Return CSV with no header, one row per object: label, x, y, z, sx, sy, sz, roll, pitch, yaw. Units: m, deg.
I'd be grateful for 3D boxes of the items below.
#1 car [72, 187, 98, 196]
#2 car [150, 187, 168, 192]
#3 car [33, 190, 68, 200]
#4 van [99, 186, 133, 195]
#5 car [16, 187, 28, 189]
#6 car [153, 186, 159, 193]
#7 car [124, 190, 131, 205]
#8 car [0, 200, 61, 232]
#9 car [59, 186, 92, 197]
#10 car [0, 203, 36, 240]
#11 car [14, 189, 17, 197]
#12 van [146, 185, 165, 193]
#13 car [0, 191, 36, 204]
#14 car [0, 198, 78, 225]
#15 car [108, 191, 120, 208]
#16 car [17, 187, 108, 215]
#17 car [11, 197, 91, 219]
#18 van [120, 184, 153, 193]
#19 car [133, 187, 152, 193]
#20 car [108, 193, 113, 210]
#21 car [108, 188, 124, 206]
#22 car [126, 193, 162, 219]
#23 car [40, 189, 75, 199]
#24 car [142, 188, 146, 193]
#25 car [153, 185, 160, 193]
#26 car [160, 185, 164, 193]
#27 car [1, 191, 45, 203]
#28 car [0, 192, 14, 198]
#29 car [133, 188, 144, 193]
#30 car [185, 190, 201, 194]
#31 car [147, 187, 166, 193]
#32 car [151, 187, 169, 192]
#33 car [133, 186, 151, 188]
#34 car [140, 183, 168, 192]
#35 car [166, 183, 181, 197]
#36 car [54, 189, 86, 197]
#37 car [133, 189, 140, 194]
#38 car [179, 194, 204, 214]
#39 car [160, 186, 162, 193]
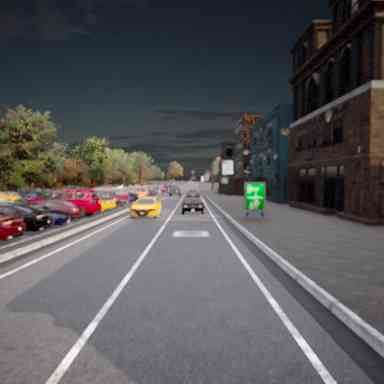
car,-22.425,-0.189,69.793,4.553,1.767,2.185,0,2,0
car,-9.151,-0.657,91.970,4.674,1.452,2.002,0,2,0
car,-22.521,0.441,53.093,4.674,1.452,2.002,0,2,0
van,-9.659,0.554,39.102,4.442,1.987,1.878,0,2,0
car,-22.531,0.301,47.518,5.566,2.045,2.435,0,2,0
car,-9.358,0.137,64.149,4.674,1.452,2.002,0,2,0
car,-9.569,0.854,36.325,4.892,1.521,2.231,0,2,0
car,-9.703,1.347,16.843,5.008,1.535,2.097,0,1,0
car,-22.407,-0.158,64.221,5.566,2.045,2.435,0,2,0
car,-9.722,1.400,14.054,5.008,1.535,2.097,0,1,0
car,-22.627,0.775,39.173,5.008,1.535,2.097,0,2,0
van,-9.095,-0.679,83.491,4.442,1.987,1.878,0,2,0
car,-22.608,0.702,41.957,4.892,1.521,2.231,0,2,0
car,-9.658,1.316,19.630,4.792,1.488,2.163,0,1,0
car,-9.790,0.996,30.762,5.366,1.575,1.946,0,2,0
car,-9.674,0.894,25.190,5.566,2.045,2.435,0,2,0
car,-9.664,1.258,22.415,4.674,1.452,2.002,0,2,0
van,-9.301,0.105,55.731,4.442,1.987,1.878,0,2,0
car,-9.274,0.478,50.235,5.366,1.575,1.946,0,2,0
car,-9.620,1.072,27.978,5.008,1.535,2.097,0,2,0
car,-9.553,0.804,33.414,4.553,1.767,2.185,0,1,0
car,-3.334,1.107,24.845,1.882,1.535,5.008,0,1,0
car,-22.492,0.324,55.876,5.008,1.535,2.097,0,2,0
car,-9.482,0.597,47.456,4.674,1.452,2.002,0,2,0
car,-9.304,-0.106,66.926,4.553,1.767,2.185,0,2,0
car,-9.479,-0.141,72.496,5.366,1.575,1.946,0,2,0
car,-22.609,0.656,44.740,4.792,1.488,2.163,0,2,0
car,-22.645,0.889,36.390,4.674,1.452,2.002,0,2,0
car,-9.495,0.631,44.672,5.008,1.535,2.097,0,2,0
car,0.099,0.460,44.827,2.097,1.767,4.553,0,1,0
car,-9.183,-0.536,86.405,4.892,1.521,2.231,0,2,0
car,-9.157,-0.747,94.752,4.792,1.488,2.163,0,2,0
car,-9.407,0.279,53.015,4.553,1.767,2.185,0,2,0
car,-9.203,-0.628,80.833,5.566,2.045,2.435,0,2,0
car,-3.211,-0.178,63.421,2.150,2.045,5.566,0,2,1
car,-22.461,0.170,61.443,5.008,1.535,2.097,0,2,0
car,-9.527,0.705,41.890,5.008,1.535,2.097,0,2,0
car,0.079,1.130,28.846,1.895,1.301,4.718,0,2,0
car,-9.320,-0.058,69.713,4.892,1.521,2.231,0,2,0
